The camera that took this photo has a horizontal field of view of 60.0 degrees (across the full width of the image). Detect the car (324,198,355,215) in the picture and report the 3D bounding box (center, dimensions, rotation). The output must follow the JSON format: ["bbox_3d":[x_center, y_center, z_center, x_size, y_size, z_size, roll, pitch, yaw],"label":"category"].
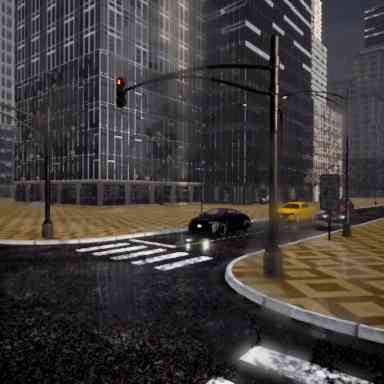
[{"bbox_3d":[15.920,1.516,35.926,2.097,1.767,4.553,1,0,41],"label":"car"}]

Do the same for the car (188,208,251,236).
[{"bbox_3d":[1.669,1.628,19.093,1.994,1.385,4.181,1,0,40],"label":"car"}]

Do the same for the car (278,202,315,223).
[{"bbox_3d":[8.344,1.589,26.982,1.882,1.535,5.008,1,0,40],"label":"car"}]
